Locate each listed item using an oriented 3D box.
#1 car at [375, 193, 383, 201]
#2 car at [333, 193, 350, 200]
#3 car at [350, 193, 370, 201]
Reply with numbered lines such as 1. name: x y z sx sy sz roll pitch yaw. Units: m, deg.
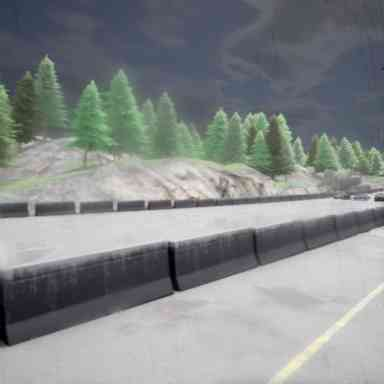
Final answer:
1. car: 34.679 0.889 60.424 1.882 1.535 5.008 1 2 42
2. car: 29.440 0.849 65.066 2.033 1.411 5.357 1 2 42
3. car: 32.059 0.913 62.746 1.994 1.385 4.181 1 2 42
